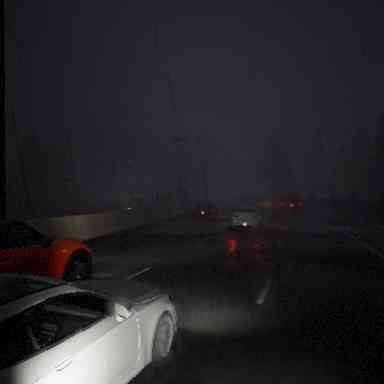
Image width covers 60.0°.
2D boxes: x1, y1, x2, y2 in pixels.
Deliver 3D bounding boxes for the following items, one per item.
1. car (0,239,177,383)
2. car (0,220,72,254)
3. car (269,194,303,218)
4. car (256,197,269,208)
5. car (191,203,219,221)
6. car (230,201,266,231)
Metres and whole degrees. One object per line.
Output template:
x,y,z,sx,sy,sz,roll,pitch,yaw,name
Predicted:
-1.724,1.526,3.188,1.812,1.442,4.674,0,0,20,car
-4.109,1.352,6.892,2.097,1.767,4.553,0,0,20,car
8.570,1.221,30.108,2.150,2.045,5.566,0,0,7,car
9.247,1.352,42.052,2.097,1.767,4.553,0,0,2,car
1.148,1.564,27.555,1.994,1.385,4.181,0,0,9,car
3.410,1.525,20.433,1.812,1.442,4.674,0,0,13,car
